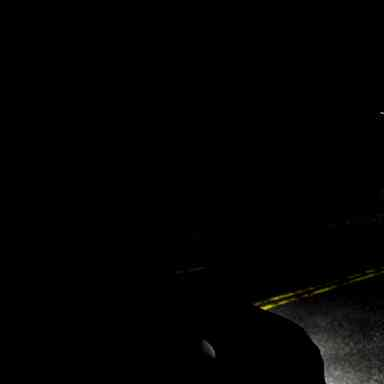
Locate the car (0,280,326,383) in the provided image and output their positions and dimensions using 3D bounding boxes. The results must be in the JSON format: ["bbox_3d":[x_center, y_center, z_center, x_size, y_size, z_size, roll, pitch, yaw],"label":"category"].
[{"bbox_3d":[-0.674,1.564,2.993,4.181,1.385,1.994,0,0,-36],"label":"car"}]
